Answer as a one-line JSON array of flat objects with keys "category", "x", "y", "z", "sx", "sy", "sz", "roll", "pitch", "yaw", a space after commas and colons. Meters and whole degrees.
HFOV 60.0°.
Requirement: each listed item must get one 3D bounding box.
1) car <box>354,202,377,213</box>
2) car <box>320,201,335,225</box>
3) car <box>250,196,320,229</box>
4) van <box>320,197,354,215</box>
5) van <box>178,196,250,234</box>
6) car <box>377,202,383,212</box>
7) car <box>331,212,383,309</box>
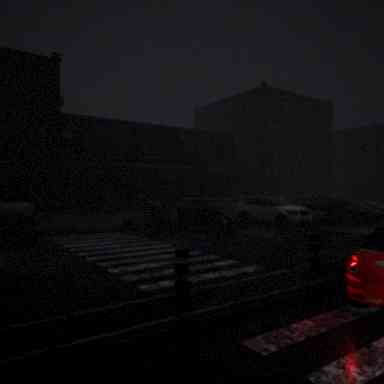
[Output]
[{"category": "car", "x": 12.152, "y": 1.622, "z": 27.789, "sx": 2.097, "sy": 1.535, "sz": 5.008, "roll": 1, "pitch": 0, "yaw": -36}, {"category": "car", "x": 7.670, "y": 1.615, "z": 24.581, "sx": 2.002, "sy": 1.452, "sz": 4.674, "roll": 0, "pitch": 0, "yaw": -36}, {"category": "car", "x": 5.445, "y": 1.305, "z": 22.952, "sx": 2.435, "sy": 2.045, "sz": 5.566, "roll": 0, "pitch": 0, "yaw": -36}, {"category": "van", "x": 9.946, "y": 1.372, "z": 26.347, "sx": 1.878, "sy": 1.987, "sz": 4.442, "roll": 0, "pitch": 0, "yaw": -36}, {"category": "van", "x": 1.013, "y": 1.304, "z": 19.675, "sx": 1.878, "sy": 1.987, "sz": 4.442, "roll": 0, "pitch": 0, "yaw": -36}, {"category": "car", "x": 14.414, "y": 1.681, "z": 29.362, "sx": 2.163, "sy": 1.488, "sz": 4.792, "roll": 1, "pitch": 0, "yaw": -36}, {"category": "car", "x": 5.146, "y": 1.385, "z": 6.753, "sx": 4.553, "sy": 1.767, "sz": 2.097, "roll": 0, "pitch": 0, "yaw": -35}]
